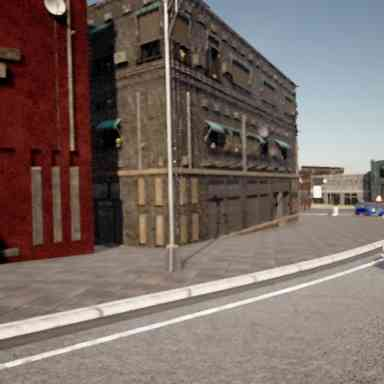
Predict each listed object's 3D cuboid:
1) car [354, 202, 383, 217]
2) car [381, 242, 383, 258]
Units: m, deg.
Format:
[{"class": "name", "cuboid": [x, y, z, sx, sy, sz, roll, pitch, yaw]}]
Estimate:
[{"class": "car", "cuboid": [25.374, 2.510, 47.883, 2.150, 2.045, 5.566, -1, -3, 4]}, {"class": "car", "cuboid": [7.558, 1.641, 10.331, 4.718, 1.301, 1.895, 1, -1, -44]}]
